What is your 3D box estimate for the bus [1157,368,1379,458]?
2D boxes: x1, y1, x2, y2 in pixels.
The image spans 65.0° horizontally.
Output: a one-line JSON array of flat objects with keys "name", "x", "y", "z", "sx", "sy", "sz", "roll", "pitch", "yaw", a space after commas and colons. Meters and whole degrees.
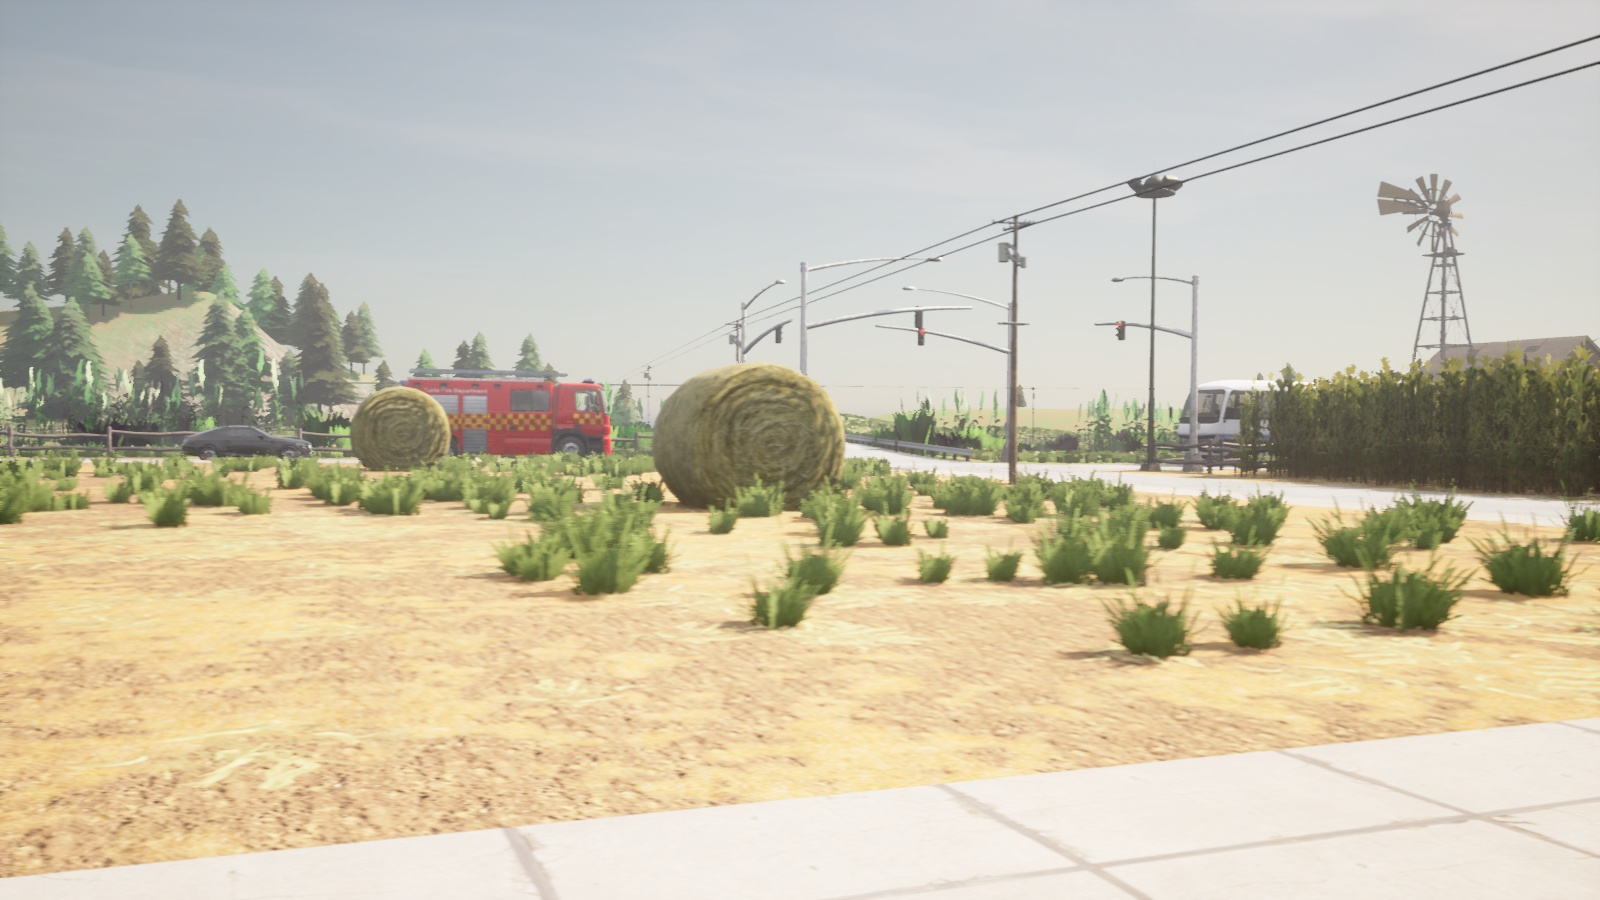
[{"name": "bus", "x": 23.409, "y": -1.826, "z": 62.774, "sx": 10.273, "sy": 4.253, "sz": 3.944, "roll": -1, "pitch": 1, "yaw": -20}]

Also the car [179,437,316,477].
[{"name": "car", "x": -21.403, "y": 0.253, "z": 48.800, "sx": 4.674, "sy": 1.442, "sz": 1.812, "roll": -1, "pitch": 1, "yaw": -17}]

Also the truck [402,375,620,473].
[{"name": "truck", "x": -11.894, "y": -1.087, "z": 51.686, "sx": 8.468, "sy": 3.827, "sz": 2.891, "roll": -1, "pitch": 1, "yaw": -17}]
